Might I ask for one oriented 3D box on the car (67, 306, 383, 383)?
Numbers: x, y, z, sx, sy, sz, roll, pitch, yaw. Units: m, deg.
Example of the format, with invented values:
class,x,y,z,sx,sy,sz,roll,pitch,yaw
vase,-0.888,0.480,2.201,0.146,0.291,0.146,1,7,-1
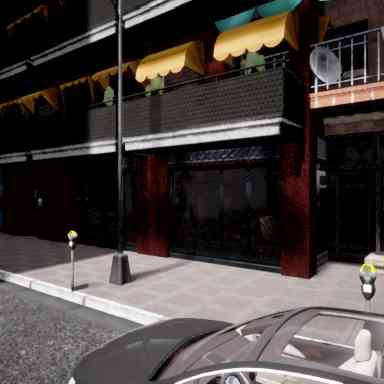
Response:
class,x,y,z,sx,sy,sz,roll,pitch,yaw
car,0.894,1.551,2.234,4.403,1.369,2.008,0,0,36
